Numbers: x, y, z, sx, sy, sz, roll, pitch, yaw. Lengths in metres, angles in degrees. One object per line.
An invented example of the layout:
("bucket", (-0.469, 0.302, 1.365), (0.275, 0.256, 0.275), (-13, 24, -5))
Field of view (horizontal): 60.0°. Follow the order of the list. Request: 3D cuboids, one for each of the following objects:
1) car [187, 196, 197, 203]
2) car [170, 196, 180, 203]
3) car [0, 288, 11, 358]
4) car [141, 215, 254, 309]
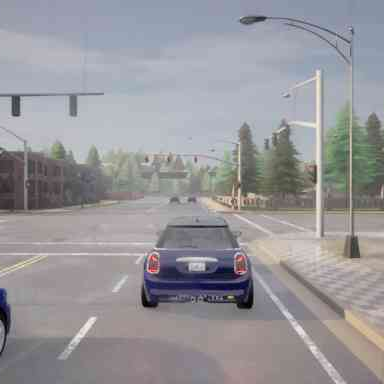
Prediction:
("car", (-0.003, 1.505, 68.348), (1.837, 1.490, 4.892), (0, 0, 0))
("car", (-3.503, 1.505, 68.348), (1.837, 1.490, 4.892), (0, 0, 0))
("car", (-3.442, 1.478, 2.604), (1.882, 1.535, 5.008), (0, 0, 0))
("car", (0.154, 1.352, 8.060), (2.097, 1.767, 4.553), (0, 0, 2))
